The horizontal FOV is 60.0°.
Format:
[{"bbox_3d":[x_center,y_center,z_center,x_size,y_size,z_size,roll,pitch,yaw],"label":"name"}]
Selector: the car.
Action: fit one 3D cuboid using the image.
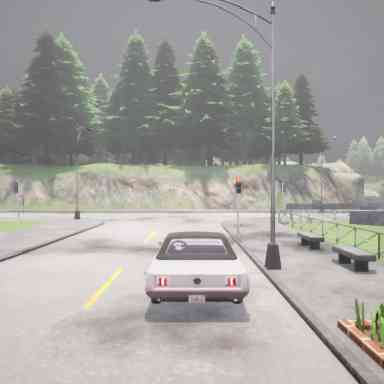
[{"bbox_3d":[0.095,1.601,8.098,1.895,1.301,4.718,0,0,0],"label":"car"}]
